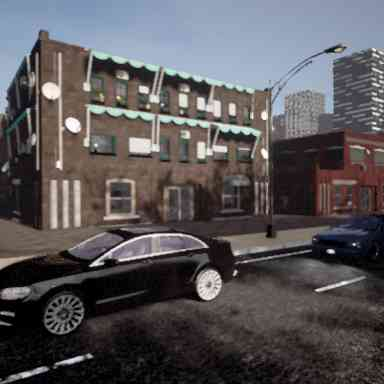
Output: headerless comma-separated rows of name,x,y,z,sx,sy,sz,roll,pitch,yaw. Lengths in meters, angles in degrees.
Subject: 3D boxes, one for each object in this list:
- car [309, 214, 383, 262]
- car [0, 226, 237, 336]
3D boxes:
car,6.709,1.566,12.461,5.357,1.411,2.033,0,0,-36
car,-1.288,1.496,6.750,4.902,1.511,2.128,0,0,-35
